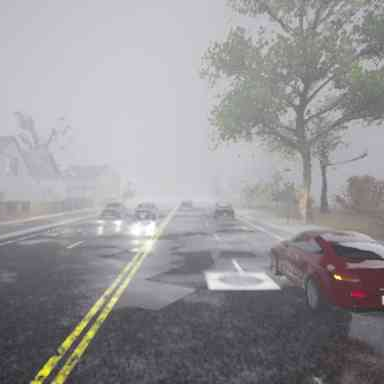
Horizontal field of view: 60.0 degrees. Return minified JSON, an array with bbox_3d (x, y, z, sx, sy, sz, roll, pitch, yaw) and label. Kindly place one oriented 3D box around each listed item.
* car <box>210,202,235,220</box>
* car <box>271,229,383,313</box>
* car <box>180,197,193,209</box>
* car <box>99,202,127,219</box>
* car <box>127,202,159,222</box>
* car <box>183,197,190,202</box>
[{"bbox_3d":[2.800,1.693,30.807,2.128,1.511,4.902,0,0,-1],"label":"car"},{"bbox_3d":[3.190,1.589,7.682,1.812,1.442,4.674,0,0,-1],"label":"car"},{"bbox_3d":[-0.816,1.787,49.634,2.128,1.511,4.902,0,0,0],"label":"car"},{"bbox_3d":[-7.133,1.667,30.670,1.837,1.490,4.892,0,0,-1],"label":"car"},{"bbox_3d":[-3.850,1.652,28.272,2.128,1.511,4.902,0,0,-1],"label":"car"},{"bbox_3d":[-1.603,2.104,92.910,1.895,1.301,4.718,0,0,-1],"label":"car"}]
